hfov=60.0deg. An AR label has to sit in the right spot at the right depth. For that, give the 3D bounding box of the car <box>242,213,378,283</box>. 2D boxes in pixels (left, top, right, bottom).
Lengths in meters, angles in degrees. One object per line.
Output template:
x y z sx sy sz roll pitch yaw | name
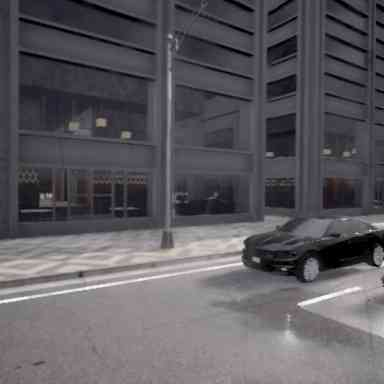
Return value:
3.661 1.391 9.546 5.008 1.535 1.882 0 1 -34 | car

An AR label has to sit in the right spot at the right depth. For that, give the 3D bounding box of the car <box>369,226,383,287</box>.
6.516 1.504 7.541 5.357 1.411 2.033 0 1 -34 | car
